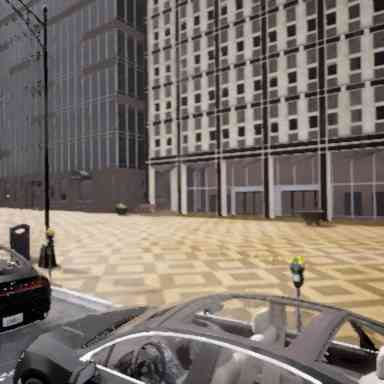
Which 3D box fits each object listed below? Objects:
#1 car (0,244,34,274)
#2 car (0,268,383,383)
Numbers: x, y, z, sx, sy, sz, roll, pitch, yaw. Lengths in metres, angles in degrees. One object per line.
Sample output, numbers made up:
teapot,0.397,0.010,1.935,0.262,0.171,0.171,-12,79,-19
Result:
car,-4.275,1.566,5.942,4.403,1.369,2.008,0,-1,36
car,0.257,1.554,2.707,4.403,1.369,2.008,0,-1,36
